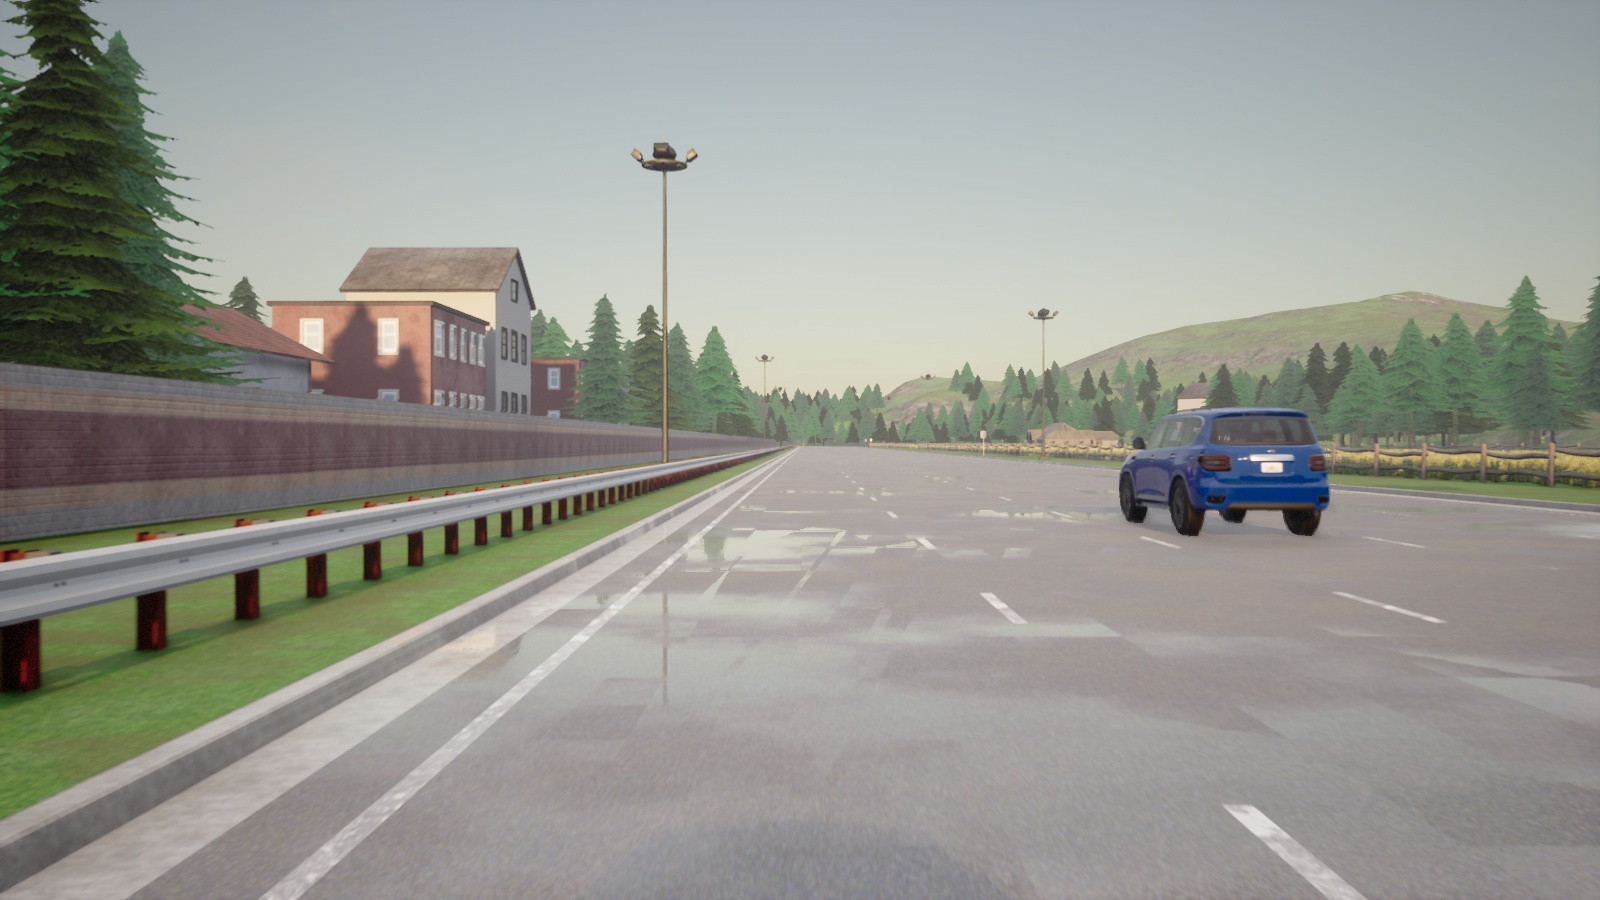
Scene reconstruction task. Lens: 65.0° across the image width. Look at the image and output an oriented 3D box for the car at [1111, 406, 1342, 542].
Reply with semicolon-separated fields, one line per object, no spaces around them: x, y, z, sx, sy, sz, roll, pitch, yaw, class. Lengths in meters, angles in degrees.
7.141;0.348;21.780;2.150;2.045;5.566;0;0;0;car
